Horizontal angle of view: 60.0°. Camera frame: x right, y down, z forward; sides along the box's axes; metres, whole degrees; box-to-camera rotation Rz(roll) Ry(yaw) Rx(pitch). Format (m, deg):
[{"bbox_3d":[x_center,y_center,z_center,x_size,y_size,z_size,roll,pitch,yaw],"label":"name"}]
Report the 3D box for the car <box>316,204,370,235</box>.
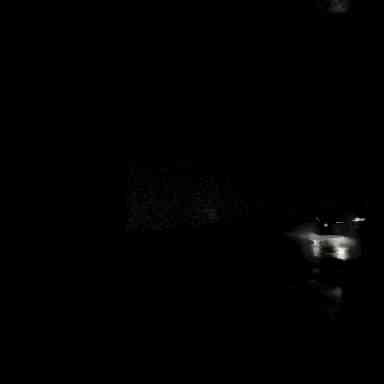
[{"bbox_3d":[9.081,1.503,19.067,4.892,1.490,1.837,0,0,-35],"label":"car"}]
